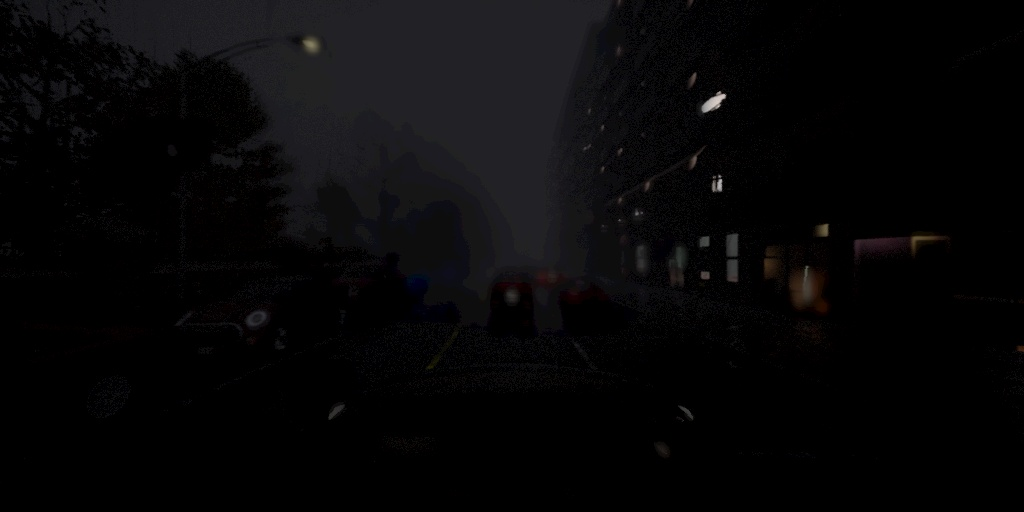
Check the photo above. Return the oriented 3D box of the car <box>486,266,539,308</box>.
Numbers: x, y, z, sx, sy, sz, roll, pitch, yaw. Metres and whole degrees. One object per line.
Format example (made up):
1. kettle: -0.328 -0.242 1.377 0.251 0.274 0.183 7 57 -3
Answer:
1. car: 0.022 1.381 16.100 1.882 1.535 5.008 0 0 0

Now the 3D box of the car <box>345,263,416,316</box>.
1. car: -5.692 1.198 14.300 2.192 1.841 5.009 0 0 0

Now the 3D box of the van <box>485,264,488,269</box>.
1. van: -5.697 1.788 64.969 1.690 1.789 3.998 0 0 0

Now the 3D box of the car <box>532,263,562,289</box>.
1. car: 2.687 1.445 25.562 1.967 1.591 4.097 0 0 0

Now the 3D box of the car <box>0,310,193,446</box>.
1. car: -5.690 1.309 3.042 1.888 1.381 4.507 0 0 0

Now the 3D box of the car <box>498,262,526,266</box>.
1. car: 0.013 1.565 30.348 1.837 1.490 4.892 0 0 0

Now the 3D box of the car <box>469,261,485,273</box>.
1. car: -5.696 1.631 53.710 2.192 1.841 5.009 0 0 0

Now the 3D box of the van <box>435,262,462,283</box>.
1. van: -5.694 1.407 31.191 1.690 1.789 3.998 0 0 0

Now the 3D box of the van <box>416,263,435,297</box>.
1. van: -5.692 1.285 19.930 1.690 1.789 3.998 0 0 0

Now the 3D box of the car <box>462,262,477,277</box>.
1. car: -5.695 1.755 42.451 1.948 1.339 4.313 0 0 0

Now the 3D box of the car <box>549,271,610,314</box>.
1. car: 2.689 1.466 14.301 1.802 1.307 4.207 0 0 0

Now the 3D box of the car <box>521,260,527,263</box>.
1. car: 2.684 1.756 53.711 1.967 1.591 4.097 0 0 0

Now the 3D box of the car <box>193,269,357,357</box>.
1. car: -5.690 1.263 8.670 1.967 1.591 4.097 0 0 0

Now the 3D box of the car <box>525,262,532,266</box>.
1. car: 2.685 1.755 42.452 1.948 1.339 4.313 0 0 0
